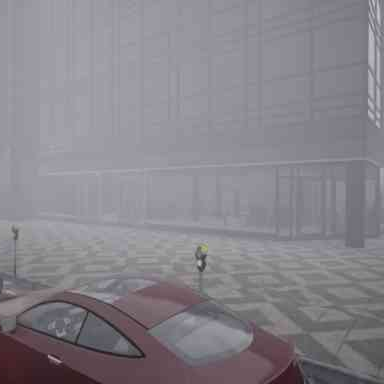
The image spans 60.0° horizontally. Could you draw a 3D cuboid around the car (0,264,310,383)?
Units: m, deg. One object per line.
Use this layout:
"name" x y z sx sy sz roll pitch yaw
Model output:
"car" -0.922 1.582 3.625 4.206 1.307 1.802 0 0 36
